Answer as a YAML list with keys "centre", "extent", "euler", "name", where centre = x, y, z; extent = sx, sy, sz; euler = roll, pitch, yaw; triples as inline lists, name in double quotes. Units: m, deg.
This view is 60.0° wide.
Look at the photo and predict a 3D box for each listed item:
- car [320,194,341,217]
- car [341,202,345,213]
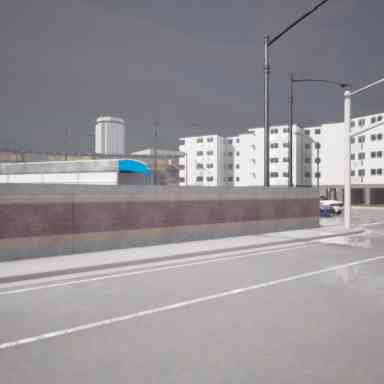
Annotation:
- centre: [10.710, 1.352, 30.364]
  extent: [2.097, 1.767, 4.553]
  euler: [0, 0, -33]
  name: "car"
- centre: [12.620, 1.221, 33.799]
  extent: [2.150, 2.045, 5.566]
  euler: [0, 0, -35]
  name: "car"
